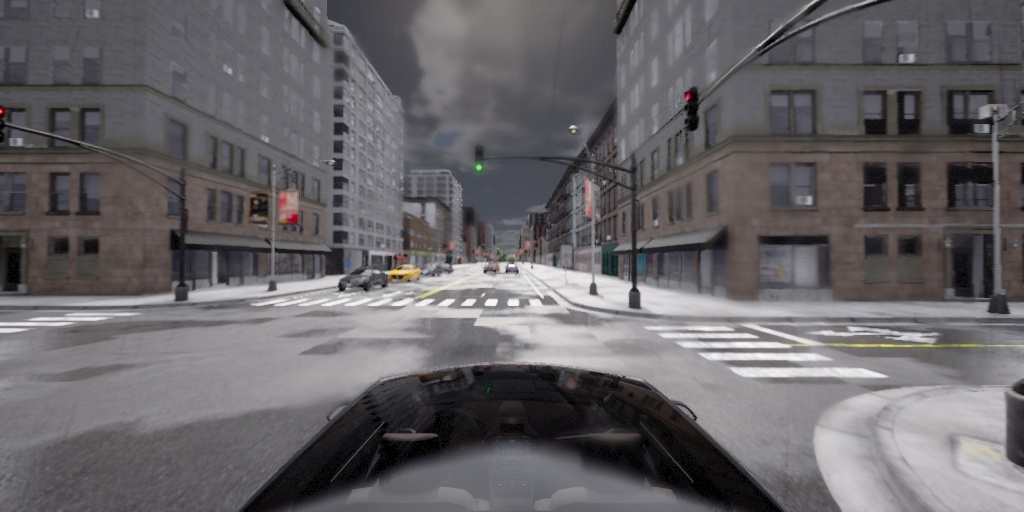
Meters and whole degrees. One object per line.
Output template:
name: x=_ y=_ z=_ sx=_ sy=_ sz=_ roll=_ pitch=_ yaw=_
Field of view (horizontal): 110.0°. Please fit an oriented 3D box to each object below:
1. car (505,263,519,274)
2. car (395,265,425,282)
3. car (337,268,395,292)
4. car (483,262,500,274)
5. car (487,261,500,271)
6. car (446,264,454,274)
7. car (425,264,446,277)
car: x=-0.008 y=1.889 z=53.564 sx=1.994 sy=1.385 sz=4.181 roll=0 pitch=-1 yaw=0
car: x=-9.848 y=1.584 z=33.349 sx=1.882 sy=1.535 sz=5.008 roll=0 pitch=-1 yaw=0
car: x=-9.849 y=1.530 z=24.153 sx=1.812 sy=1.442 sz=4.674 roll=0 pitch=-1 yaw=2
car: x=-3.258 y=1.927 z=53.593 sx=1.895 sy=1.301 sz=4.718 roll=0 pitch=-1 yaw=0
car: x=-3.260 y=1.786 z=63.538 sx=2.097 sy=1.767 sz=4.553 roll=0 pitch=-1 yaw=0
car: x=-9.808 y=1.848 z=53.178 sx=1.812 sy=1.442 sz=4.674 roll=0 pitch=-1 yaw=0
car: x=-9.847 y=1.705 z=43.160 sx=2.128 sy=1.511 sz=4.902 roll=0 pitch=-1 yaw=0
